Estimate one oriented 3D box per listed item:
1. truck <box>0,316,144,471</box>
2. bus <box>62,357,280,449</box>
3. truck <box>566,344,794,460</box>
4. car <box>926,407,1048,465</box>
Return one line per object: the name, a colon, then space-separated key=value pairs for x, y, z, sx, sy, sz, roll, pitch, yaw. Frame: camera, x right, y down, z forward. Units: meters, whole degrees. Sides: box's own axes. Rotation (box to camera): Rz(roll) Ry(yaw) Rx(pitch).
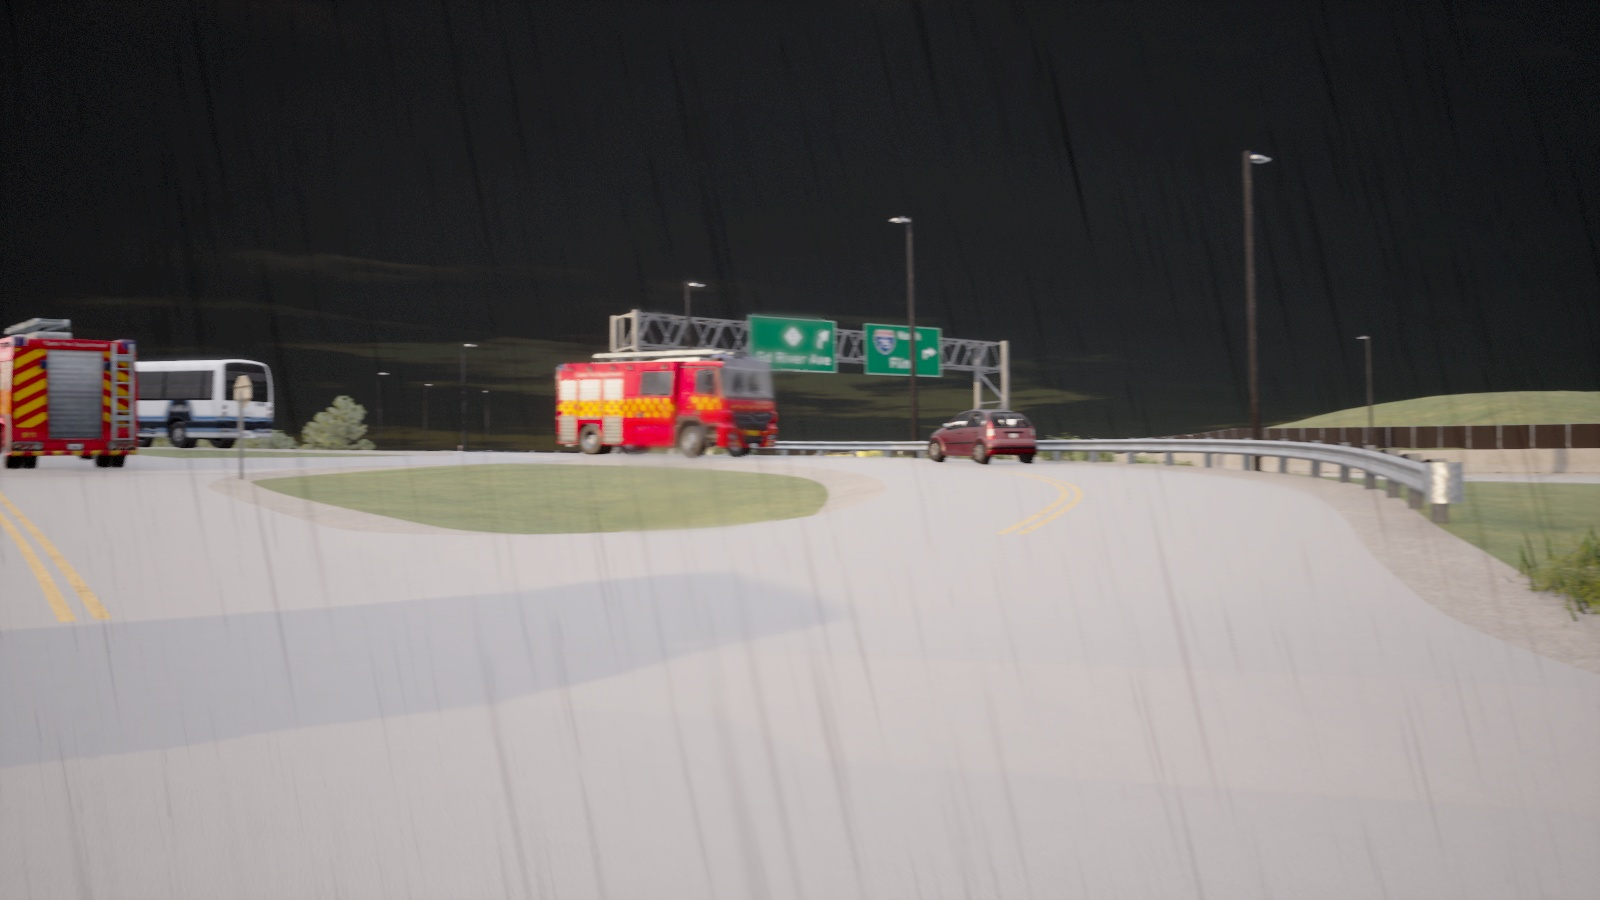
truck: x=-20.891 y=-1.562 z=35.315 sx=2.891 sy=3.827 sz=8.468 roll=-1 pitch=2 yaw=-38
bus: x=-31.096 y=-2.254 z=62.045 sx=10.273 sy=4.253 sz=3.944 roll=1 pitch=0 yaw=23
truck: x=-4.478 y=-1.675 z=45.323 sx=8.468 sy=3.827 sz=2.891 roll=1 pitch=1 yaw=38
car: x=5.543 y=-0.434 z=37.652 sx=1.851 sy=1.617 sz=3.988 roll=-1 pitch=1 yaw=-22
